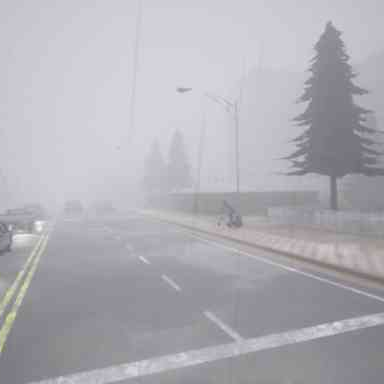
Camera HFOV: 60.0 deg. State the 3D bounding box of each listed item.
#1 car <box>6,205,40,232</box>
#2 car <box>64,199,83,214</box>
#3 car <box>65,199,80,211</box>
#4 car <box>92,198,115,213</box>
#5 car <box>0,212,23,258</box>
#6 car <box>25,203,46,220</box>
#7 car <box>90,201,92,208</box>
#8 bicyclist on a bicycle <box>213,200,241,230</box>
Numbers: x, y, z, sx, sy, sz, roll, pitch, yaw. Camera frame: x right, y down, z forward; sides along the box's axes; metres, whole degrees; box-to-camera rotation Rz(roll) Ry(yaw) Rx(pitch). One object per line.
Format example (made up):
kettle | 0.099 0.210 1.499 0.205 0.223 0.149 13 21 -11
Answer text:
car | -10.992 1.763 20.950 1.994 1.385 4.181 -1 0 -21
car | -13.784 1.725 38.817 2.128 1.511 4.902 -1 0 -20
car | -17.371 1.799 48.237 1.837 1.490 4.892 -1 0 -21
car | -10.391 1.709 39.844 2.033 1.411 5.357 -1 0 -20
car | -7.498 1.687 11.612 2.033 1.411 5.357 -1 0 -21
car | -14.522 1.764 30.413 1.837 1.490 4.892 -1 0 -20
car | -14.062 1.702 49.638 1.882 1.535 5.008 -1 0 -21
bicyclist on a bicycle | 1.880 1.238 17.866 1.656 1.620 0.582 -2 0 -21
